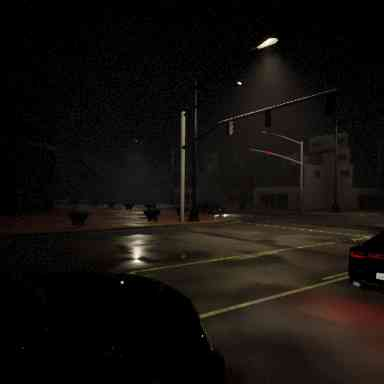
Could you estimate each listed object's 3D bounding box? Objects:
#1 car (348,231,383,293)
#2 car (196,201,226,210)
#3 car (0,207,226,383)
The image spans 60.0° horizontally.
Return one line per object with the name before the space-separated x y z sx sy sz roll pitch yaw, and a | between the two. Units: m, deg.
car | 5.718 1.498 7.862 5.008 1.535 1.882 0 0 -35
car | 1.757 1.656 36.105 1.994 1.385 4.181 1 -1 -35
car | -2.361 1.222 2.060 5.566 2.045 2.150 0 0 -36
